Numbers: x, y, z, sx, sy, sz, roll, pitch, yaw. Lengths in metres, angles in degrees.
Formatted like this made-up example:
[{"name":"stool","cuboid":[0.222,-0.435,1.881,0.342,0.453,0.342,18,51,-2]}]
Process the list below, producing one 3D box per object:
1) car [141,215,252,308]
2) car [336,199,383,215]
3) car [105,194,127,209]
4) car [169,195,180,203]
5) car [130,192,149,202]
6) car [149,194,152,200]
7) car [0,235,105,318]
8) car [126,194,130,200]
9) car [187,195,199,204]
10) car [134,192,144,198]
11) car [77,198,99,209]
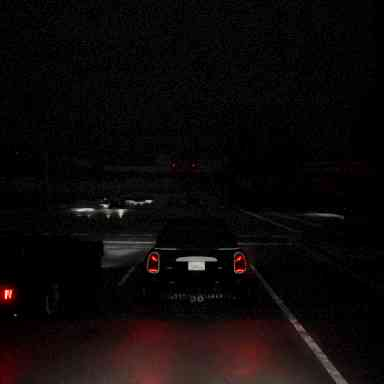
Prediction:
[{"name":"car","cuboid":[0.095,1.352,8.108,2.097,1.767,4.553,0,0,0]},{"name":"car","cuboid":[16.744,1.505,32.771,4.892,1.490,1.837,0,0,-1]},{"name":"car","cuboid":[-10.047,1.431,44.264,1.882,1.535,5.008,0,0,-8]},{"name":"car","cuboid":[-3.284,1.267,61.860,1.882,1.535,5.008,0,1,0]},{"name":"car","cuboid":[-10.399,1.281,66.348,2.033,1.411,5.357,0,1,1]},{"name":"car","cuboid":[-10.356,1.154,76.815,1.895,1.301,4.718,0,1,0]},{"name":"car","cuboid":[-3.405,1.601,7.381,1.895,1.301,4.718,0,0,0]},{"name":"car","cuboid":[-13.864,1.158,72.711,1.812,1.442,4.674,0,1,0]},{"name":"car","cuboid":[0.211,1.310,58.219,1.882,1.535,5.008,0,1,0]},{"name":"car","cuboid":[-13.837,0.865,87.340,1.812,1.442,4.674,0,1,0]},{"name":"car","cuboid":[-14.013,1.516,45.067,1.994,1.385,4.181,0,0,0]}]
